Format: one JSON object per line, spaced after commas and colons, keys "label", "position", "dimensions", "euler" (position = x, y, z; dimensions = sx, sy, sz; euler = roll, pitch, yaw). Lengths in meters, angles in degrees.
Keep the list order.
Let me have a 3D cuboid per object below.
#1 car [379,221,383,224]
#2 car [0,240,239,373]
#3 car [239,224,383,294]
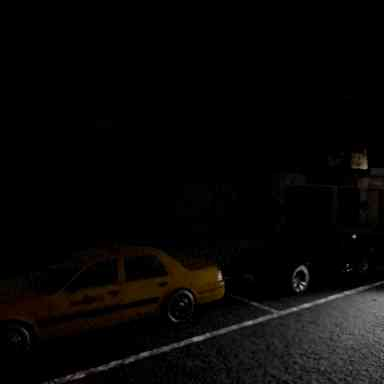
{"label": "car", "position": [7.733, 1.684, 12.283], "dimensions": [4.507, 1.381, 1.887], "euler": [1, 0, -36]}
{"label": "car", "position": [-1.633, 1.544, 5.601], "dimensions": [4.829, 1.417, 1.752], "euler": [1, -1, -36]}
{"label": "car", "position": [3.119, 1.646, 8.992], "dimensions": [4.313, 1.339, 1.947], "euler": [1, 0, -36]}
